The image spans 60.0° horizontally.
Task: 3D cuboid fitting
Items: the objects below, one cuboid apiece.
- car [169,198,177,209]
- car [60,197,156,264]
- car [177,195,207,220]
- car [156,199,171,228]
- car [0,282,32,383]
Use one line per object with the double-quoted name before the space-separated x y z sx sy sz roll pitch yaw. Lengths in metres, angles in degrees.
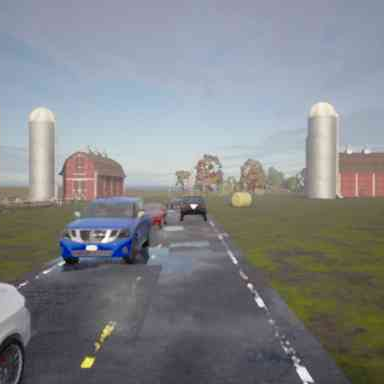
"car" -2.474 1.556 45.039 1.837 1.490 4.892 0 0 -17
"car" -2.818 1.226 12.159 2.150 2.045 5.566 0 0 0
"car" 0.085 1.251 28.268 2.150 2.045 5.566 0 0 -1
"car" -2.754 1.494 22.601 1.882 1.535 5.008 0 0 1
"car" -2.850 1.524 2.258 1.812 1.442 4.674 0 0 1
